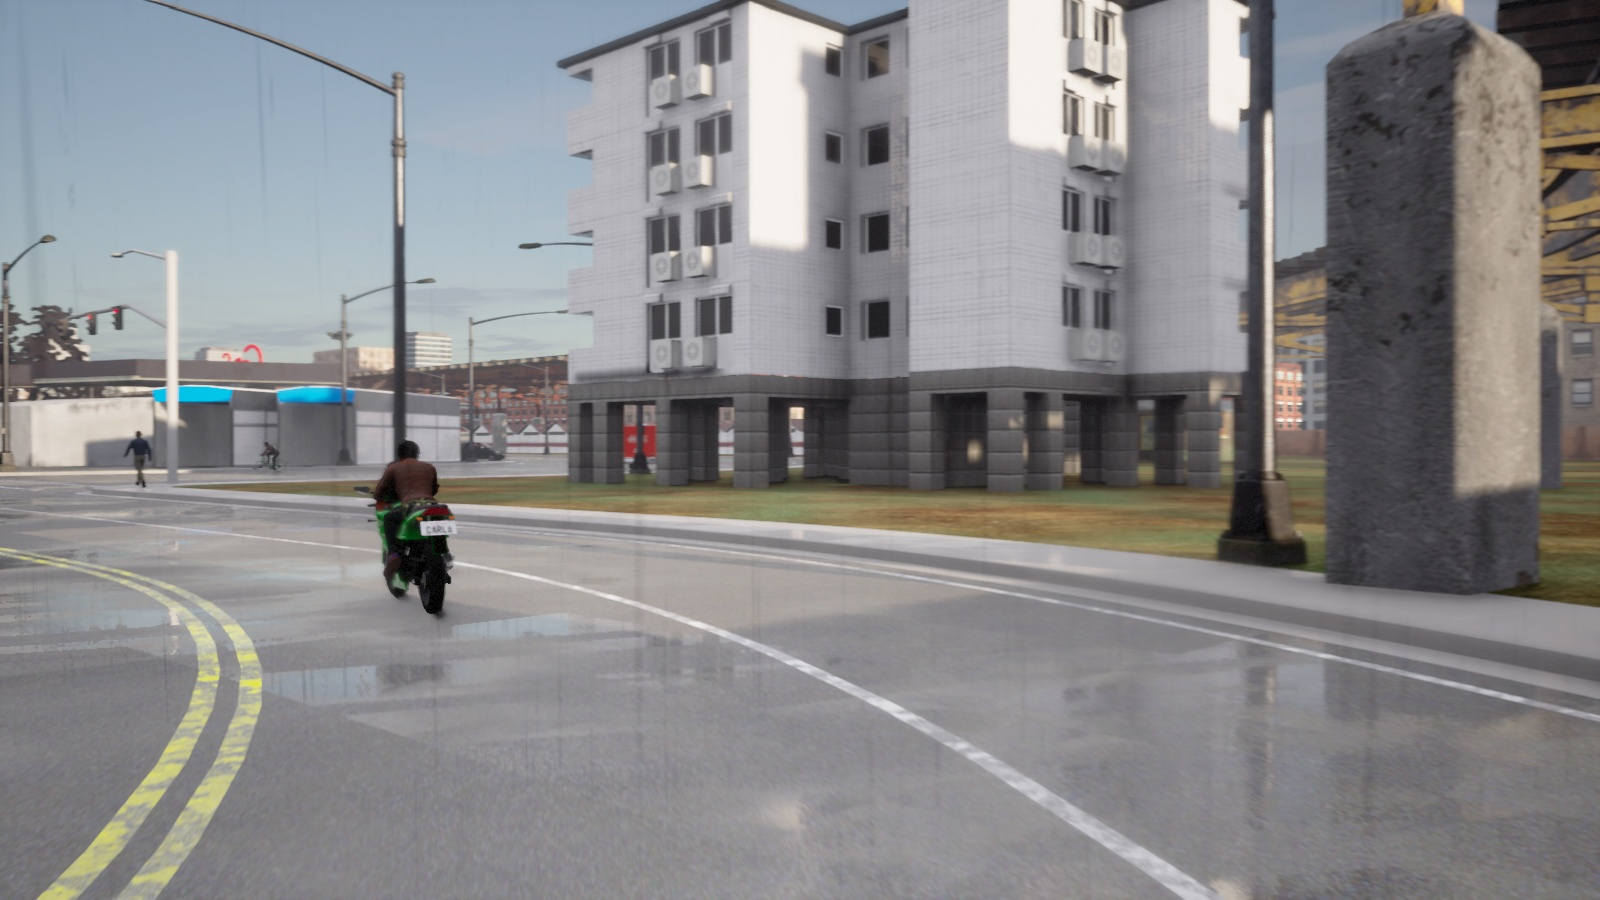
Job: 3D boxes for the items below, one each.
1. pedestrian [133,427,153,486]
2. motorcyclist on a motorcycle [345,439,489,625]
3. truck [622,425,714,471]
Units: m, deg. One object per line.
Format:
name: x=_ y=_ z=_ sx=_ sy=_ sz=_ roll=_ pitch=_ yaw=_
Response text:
pedestrian: x=-20.542 y=0.201 z=39.269 sx=0.370 sy=1.835 sz=0.726 roll=0 pitch=0 yaw=-43
motorcyclist on a motorcycle: x=-3.511 y=0.667 z=11.394 sx=0.797 sy=1.523 sz=2.044 roll=-1 pitch=1 yaw=-30
truck: x=-7.185 y=-0.124 z=68.980 sx=2.627 sy=2.467 sz=5.204 roll=0 pitch=0 yaw=27
